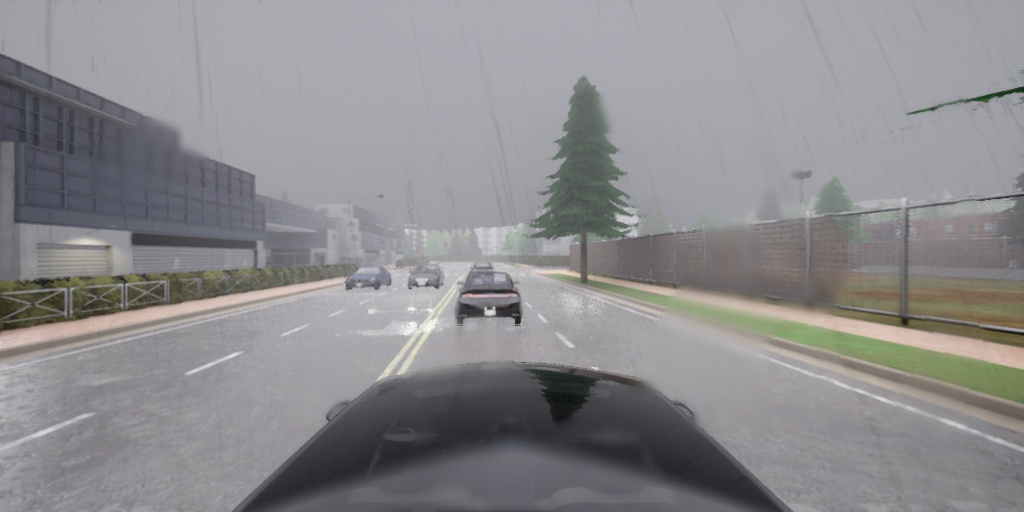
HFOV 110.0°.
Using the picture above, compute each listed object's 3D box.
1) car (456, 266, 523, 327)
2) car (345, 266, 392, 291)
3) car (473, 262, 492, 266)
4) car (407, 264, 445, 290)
[{"bbox_3d":[-0.764,1.244,11.625,2.128,1.511,4.902,0,0,-5],"label":"car"},{"bbox_3d":[-8.899,1.347,22.645,1.812,1.442,4.674,0,0,-6],"label":"car"},{"bbox_3d":[-2.346,1.249,28.575,2.128,1.511,4.902,0,0,-6],"label":"car"},{"bbox_3d":[-5.415,1.298,22.984,2.128,1.511,4.902,0,0,-6],"label":"car"}]
